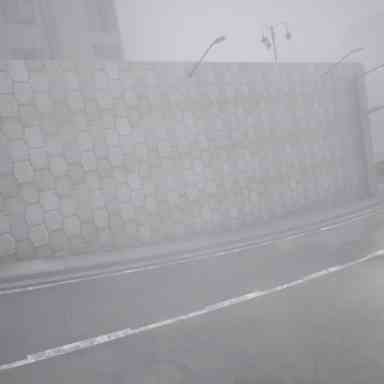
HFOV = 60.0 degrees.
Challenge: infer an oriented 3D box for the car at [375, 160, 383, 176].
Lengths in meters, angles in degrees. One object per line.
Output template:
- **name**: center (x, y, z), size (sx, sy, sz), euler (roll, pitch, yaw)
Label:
- **car**: center (17.940, -2.308, 28.547), size (1.882, 1.535, 5.008), euler (-15, 8, -32)
